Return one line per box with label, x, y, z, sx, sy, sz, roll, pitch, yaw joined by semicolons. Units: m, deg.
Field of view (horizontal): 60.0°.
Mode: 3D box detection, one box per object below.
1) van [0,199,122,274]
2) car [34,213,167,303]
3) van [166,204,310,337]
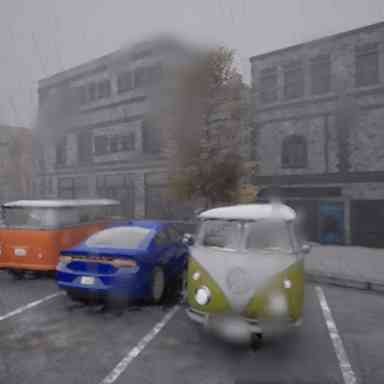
van;-3.547;1.210;10.112;1.878;1.987;4.442;0;-1;15
car;-1.192;1.450;8.289;2.097;1.535;5.008;0;-1;15
van;1.178;1.240;6.481;1.878;1.987;4.442;1;0;15
